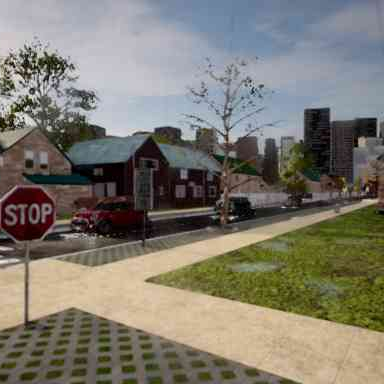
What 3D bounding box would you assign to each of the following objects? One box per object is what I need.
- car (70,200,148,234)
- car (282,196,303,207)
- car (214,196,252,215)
[{"bbox_3d":[-4.585,1.269,18.884,2.097,1.767,4.553,1,1,34],"label":"car"},{"bbox_3d":[14.239,1.313,46.846,1.812,1.442,4.674,1,1,34],"label":"car"},{"bbox_3d":[3.942,1.190,31.619,2.097,1.767,4.553,1,1,34],"label":"car"}]
